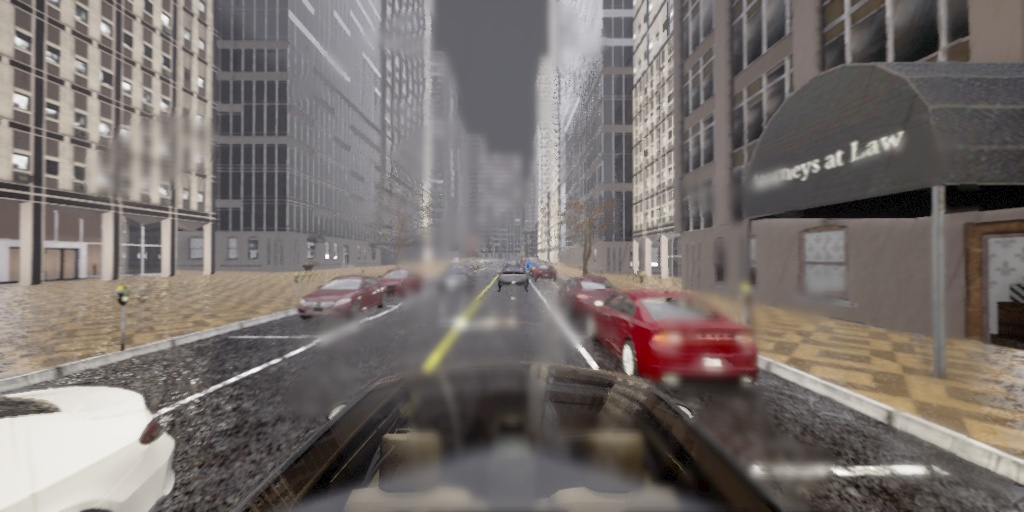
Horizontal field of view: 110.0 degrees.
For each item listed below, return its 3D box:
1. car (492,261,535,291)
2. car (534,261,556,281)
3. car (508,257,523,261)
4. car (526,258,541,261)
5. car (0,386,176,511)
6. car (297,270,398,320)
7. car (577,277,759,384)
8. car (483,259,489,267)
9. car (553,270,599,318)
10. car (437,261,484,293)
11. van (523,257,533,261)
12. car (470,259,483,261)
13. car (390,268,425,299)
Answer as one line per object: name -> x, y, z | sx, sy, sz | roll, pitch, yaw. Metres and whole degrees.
car -> 0.088, 1.259, 22.118 | 2.128, 1.511, 4.902 | 0, 0, 0
car -> 2.686, 1.316, 29.590 | 1.888, 1.381, 4.507 | 0, 0, 0
car -> 0.092, 1.259, 45.462 | 1.882, 1.535, 5.008 | 0, 0, 0
car -> 2.685, 1.214, 35.232 | 1.967, 1.591, 4.097 | 0, 0, 0
car -> -3.090, 1.275, 0.411 | 1.812, 1.442, 4.674 | 0, 0, 0
car -> -5.692, 1.342, 12.626 | 1.802, 1.307, 4.207 | 0, 0, 0
car -> 2.690, 1.300, 7.024 | 1.888, 1.381, 4.507 | 0, 0, 0
car -> -5.700, 1.340, 63.412 | 2.007, 1.370, 4.403 | 0, 0, 0
car -> 2.689, 1.341, 12.665 | 1.802, 1.307, 4.207 | 0, 0, 0
car -> -3.064, 1.259, 20.901 | 2.128, 1.511, 4.902 | 0, 0, 0
van -> 2.683, 1.122, 46.514 | 1.690, 1.789, 3.998 | 0, 0, 0
car -> -5.698, 1.225, 52.126 | 1.967, 1.591, 4.097 | 0, 0, 0
car -> -5.692, 1.309, 18.269 | 1.888, 1.381, 4.507 | 0, 0, 0
